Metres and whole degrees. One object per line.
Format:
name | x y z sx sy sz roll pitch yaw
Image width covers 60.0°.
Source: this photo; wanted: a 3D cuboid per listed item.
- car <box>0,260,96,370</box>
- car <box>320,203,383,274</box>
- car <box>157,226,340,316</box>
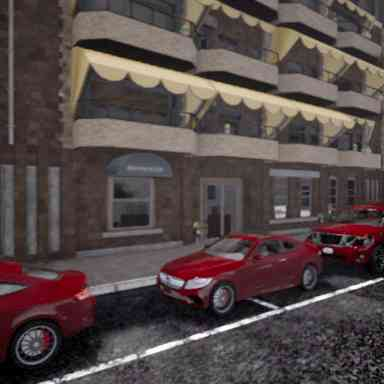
car | -3.358 1.582 4.165 4.206 1.307 1.802 0 0 -35
car | 5.840 1.307 10.723 5.009 1.841 2.192 0 0 -35
car | 1.241 1.578 7.444 4.206 1.307 1.802 0 0 -35
